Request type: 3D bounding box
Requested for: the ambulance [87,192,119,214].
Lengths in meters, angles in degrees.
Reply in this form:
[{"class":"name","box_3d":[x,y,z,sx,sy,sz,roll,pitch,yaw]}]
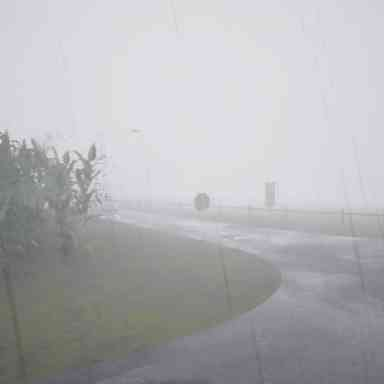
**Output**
[{"class":"ambulance","box_3d":[-10.469,1.239,38.972,2.351,2.431,6.366,0,0,-31]}]
